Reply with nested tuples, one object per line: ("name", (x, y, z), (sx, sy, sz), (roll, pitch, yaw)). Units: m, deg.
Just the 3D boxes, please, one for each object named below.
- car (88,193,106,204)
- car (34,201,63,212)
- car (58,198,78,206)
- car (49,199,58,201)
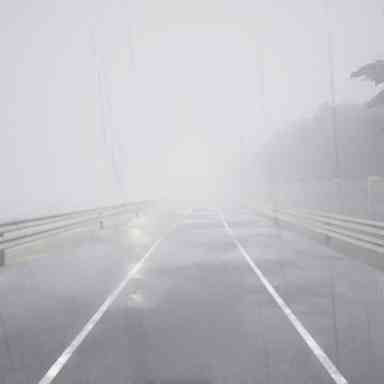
("car", (-23.817, 1.870, 82.440), (2.097, 1.767, 4.553), (0, 3, 10))
("car", (-27.404, 3.045, 62.841), (2.033, 1.411, 5.357), (0, 3, 10))
("car", (-28.337, 2.182, 77.182), (2.097, 1.767, 4.553), (0, 3, 10))
("car", (-31.774, 2.323, 77.850), (2.128, 1.511, 4.902), (0, 3, 10))
